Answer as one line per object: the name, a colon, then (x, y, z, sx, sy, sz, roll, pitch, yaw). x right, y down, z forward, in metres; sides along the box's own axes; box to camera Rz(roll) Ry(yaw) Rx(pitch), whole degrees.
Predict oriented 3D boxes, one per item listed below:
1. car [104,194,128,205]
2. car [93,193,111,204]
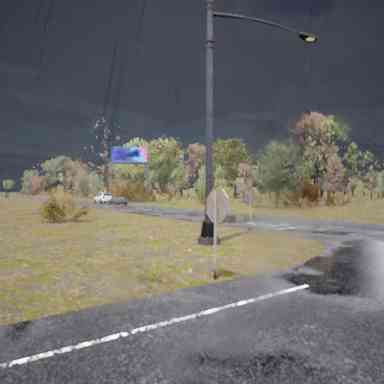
car: (-12.268, 1.466, 55.022, 2.033, 1.411, 5.357, 0, 0, -33)
car: (-16.275, 1.127, 60.961, 2.150, 2.045, 5.566, 0, 0, -34)
